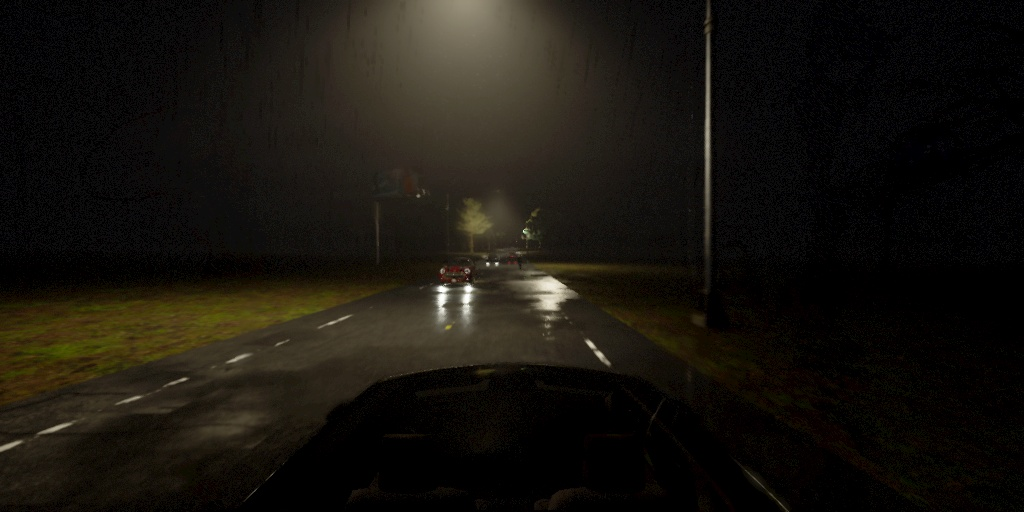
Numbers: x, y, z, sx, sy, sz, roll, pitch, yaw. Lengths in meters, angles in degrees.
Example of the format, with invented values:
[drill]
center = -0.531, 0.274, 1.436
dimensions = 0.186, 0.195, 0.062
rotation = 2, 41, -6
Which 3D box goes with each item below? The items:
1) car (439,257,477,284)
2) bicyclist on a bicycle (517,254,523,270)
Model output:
[car]
center = -3.583, 0.914, 24.432
dimensions = 2.097, 1.767, 4.553
rotation = 0, 1, 0
[bicyclist on a bicycle]
center = 0.965, 0.822, 40.858
dimensions = 0.582, 1.620, 1.656
rotation = 0, 0, 0
